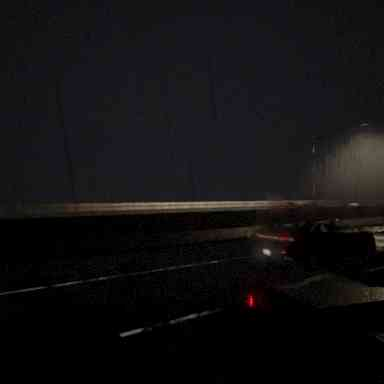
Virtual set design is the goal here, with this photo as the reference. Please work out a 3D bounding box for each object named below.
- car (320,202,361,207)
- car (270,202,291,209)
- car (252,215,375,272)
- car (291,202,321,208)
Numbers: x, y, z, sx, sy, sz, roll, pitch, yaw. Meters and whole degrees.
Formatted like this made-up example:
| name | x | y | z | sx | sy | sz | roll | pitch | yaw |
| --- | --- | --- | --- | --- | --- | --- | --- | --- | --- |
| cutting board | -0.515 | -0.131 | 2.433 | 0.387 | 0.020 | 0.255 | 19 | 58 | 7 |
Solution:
| name | x | y | z | sx | sy | sz | roll | pitch | yaw |
| --- | --- | --- | --- | --- | --- | --- | --- | --- | --- |
| car | 14.499 | 1.735 | 31.101 | 4.718 | 1.301 | 1.895 | 0 | 0 | -34 |
| car | 10.944 | 1.734 | 37.147 | 4.718 | 1.301 | 1.895 | 0 | 0 | -34 |
| car | 4.142 | 1.530 | 10.963 | 4.902 | 1.511 | 2.128 | 0 | 0 | -35 |
| car | 12.522 | 1.697 | 33.989 | 4.181 | 1.385 | 1.994 | 0 | 0 | -34 |
